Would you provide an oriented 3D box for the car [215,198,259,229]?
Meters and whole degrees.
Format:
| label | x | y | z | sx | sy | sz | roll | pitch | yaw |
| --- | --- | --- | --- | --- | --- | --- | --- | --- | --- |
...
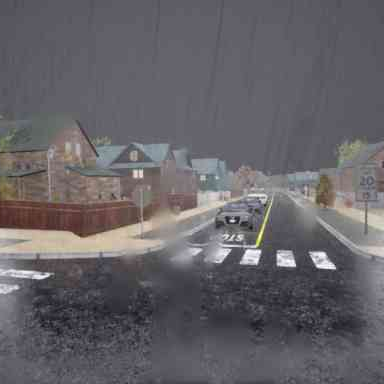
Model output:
| label | x | y | z | sx | sy | sz | roll | pitch | yaw |
| --- | --- | --- | --- | --- | --- | --- | --- | --- | --- |
| car | 2.555 | 1.275 | 18.970 | 1.994 | 1.385 | 4.181 | -1 | 1 | 14 |

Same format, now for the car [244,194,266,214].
| label | x | y | z | sx | sy | sz | roll | pitch | yaw |
| --- | --- | --- | --- | --- | --- | --- | --- | --- | --- |
| car | 5.016 | 1.118 | 28.603 | 1.994 | 1.385 | 4.181 | -1 | 1 | 14 |

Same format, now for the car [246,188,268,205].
| label | x | y | z | sx | sy | sz | roll | pitch | yaw |
| --- | --- | --- | --- | --- | --- | --- | --- | --- | --- |
| car | 7.657 | 0.605 | 38.919 | 2.150 | 2.045 | 5.566 | -1 | 1 | 15 |
